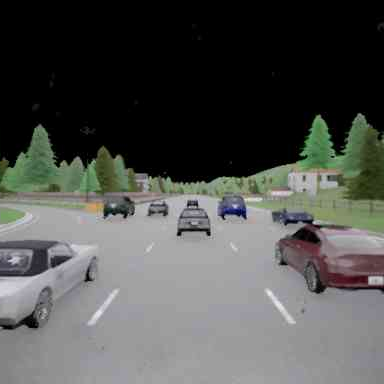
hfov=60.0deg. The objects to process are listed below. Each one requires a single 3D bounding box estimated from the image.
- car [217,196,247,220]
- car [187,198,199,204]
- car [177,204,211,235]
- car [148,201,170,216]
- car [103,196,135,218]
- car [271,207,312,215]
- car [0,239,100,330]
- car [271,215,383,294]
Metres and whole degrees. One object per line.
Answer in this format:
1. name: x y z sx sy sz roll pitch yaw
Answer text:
1. car: 3.607 1.375 30.410 2.150 2.045 5.566 0 0 0
2. car: 0.111 1.758 56.108 1.882 1.535 5.008 0 0 0
3. car: 0.104 1.644 19.298 2.033 1.411 5.357 0 0 0
4. car: -3.392 1.664 34.384 2.128 1.511 4.902 0 0 0
5. car: -6.893 1.381 31.805 2.150 2.045 5.566 0 0 0
6. car: 7.106 1.722 24.108 1.895 1.301 4.718 0 0 0
7. car: -3.398 1.636 6.951 1.895 1.301 4.718 0 0 0
8. car: 3.602 1.570 8.813 1.812 1.442 4.674 0 0 0
